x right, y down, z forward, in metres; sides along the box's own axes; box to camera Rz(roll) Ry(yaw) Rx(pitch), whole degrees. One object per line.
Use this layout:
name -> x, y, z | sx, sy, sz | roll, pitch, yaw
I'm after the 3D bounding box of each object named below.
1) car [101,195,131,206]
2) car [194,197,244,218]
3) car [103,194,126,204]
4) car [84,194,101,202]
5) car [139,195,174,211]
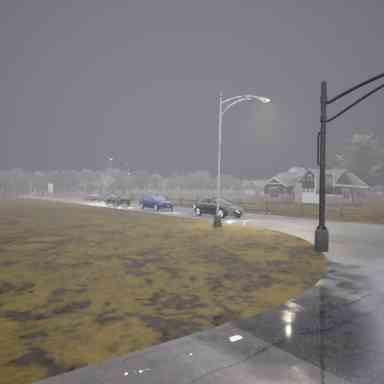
car -> -9.541, 1.108, 42.755 | 1.895, 1.301, 4.718 | 2, -1, -35
car -> 2.039, 1.227, 26.452 | 1.837, 1.490, 4.892 | 2, 0, -35
car -> -12.404, 1.088, 52.977 | 1.994, 1.385, 4.181 | 2, -1, -35
car -> -18.201, 1.007, 61.129 | 2.033, 1.411, 5.357 | 2, -1, -35
car -> -3.754, 1.084, 34.600 | 1.882, 1.535, 5.008 | 2, 0, -36
